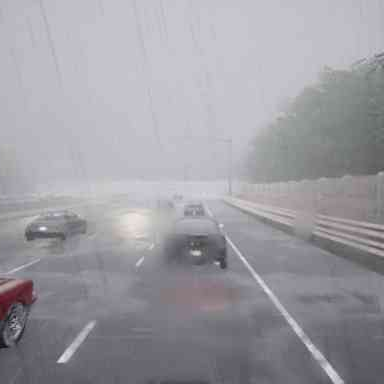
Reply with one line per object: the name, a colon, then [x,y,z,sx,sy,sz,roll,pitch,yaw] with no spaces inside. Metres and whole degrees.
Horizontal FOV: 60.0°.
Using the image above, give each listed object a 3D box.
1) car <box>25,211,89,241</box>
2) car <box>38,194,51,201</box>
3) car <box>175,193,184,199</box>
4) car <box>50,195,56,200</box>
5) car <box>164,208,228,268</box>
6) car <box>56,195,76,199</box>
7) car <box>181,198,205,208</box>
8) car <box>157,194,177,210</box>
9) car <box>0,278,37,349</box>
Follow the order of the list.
car: [-6.858,1.664,17.323,1.994,1.385,4.181,0,0,0]
car: [-27.561,1.079,63.180,1.994,1.385,4.181,0,1,1]
car: [-2.942,0.895,71.651,2.097,1.767,4.553,0,1,1]
car: [-24.072,1.219,62.279,1.895,1.301,4.718,0,1,1]
car: [0.122,1.557,11.641,1.882,1.535,5.008,0,0,0]
car: [-20.690,1.315,56.173,1.994,1.385,4.181,0,1,1]
car: [0.217,1.555,30.911,2.128,1.511,4.902,0,0,0]
car: [-3.294,1.416,42.291,1.882,1.535,5.008,0,1,1]
car: [-3.497,1.625,3.380,1.895,1.301,4.718,0,0,0]
